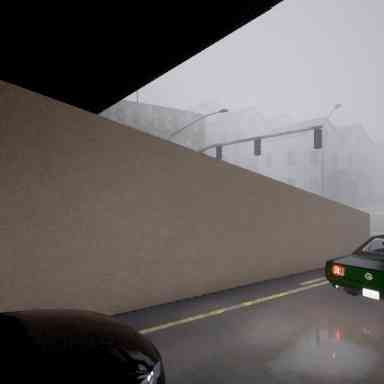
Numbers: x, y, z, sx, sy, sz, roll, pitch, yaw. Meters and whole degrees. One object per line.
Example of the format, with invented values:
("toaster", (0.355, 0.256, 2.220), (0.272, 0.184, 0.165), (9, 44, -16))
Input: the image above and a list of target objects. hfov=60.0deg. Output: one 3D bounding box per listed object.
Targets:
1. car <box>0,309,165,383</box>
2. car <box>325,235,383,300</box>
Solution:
("car", (-2.445, 1.491, 2.015), (4.902, 1.511, 2.128), (0, 0, -35))
("car", (5.133, 1.601, 7.437), (4.718, 1.301, 1.895), (0, 0, -35))
